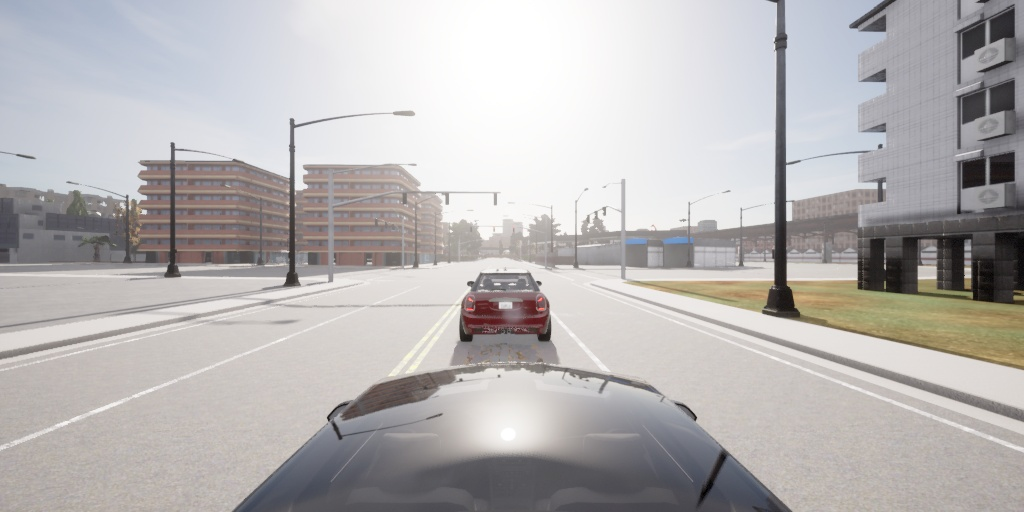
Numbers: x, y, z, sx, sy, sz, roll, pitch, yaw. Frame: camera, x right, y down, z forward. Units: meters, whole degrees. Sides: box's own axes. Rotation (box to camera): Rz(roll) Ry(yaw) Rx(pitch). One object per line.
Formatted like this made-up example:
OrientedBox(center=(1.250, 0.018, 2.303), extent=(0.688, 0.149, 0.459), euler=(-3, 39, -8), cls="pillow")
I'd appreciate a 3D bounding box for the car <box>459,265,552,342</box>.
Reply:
OrientedBox(center=(-0.203, 1.102, 9.981), extent=(2.097, 1.767, 4.553), euler=(0, 0, -2), cls="car")
